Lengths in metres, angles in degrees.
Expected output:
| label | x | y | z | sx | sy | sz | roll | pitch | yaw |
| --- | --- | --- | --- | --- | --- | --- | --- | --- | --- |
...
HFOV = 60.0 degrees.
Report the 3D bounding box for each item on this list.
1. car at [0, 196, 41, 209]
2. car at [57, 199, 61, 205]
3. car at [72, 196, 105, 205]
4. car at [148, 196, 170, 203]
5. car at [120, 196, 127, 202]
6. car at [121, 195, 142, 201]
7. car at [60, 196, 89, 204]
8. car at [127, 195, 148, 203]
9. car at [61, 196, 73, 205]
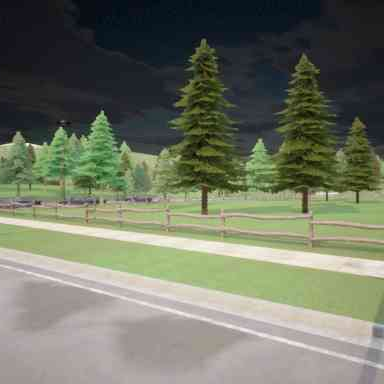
| label | x | y | z | sx | sy | sz | roll | pitch | yaw |
| --- | --- | --- | --- | --- | --- | --- | --- | --- | --- |
| car | -23.162 | 1.352 | 45.383 | 2.097 | 1.767 | 4.553 | 0 | 0 | 35 |
| car | -21.967 | 1.562 | 59.220 | 1.994 | 1.385 | 4.181 | 0 | 0 | 35 |
| car | -16.588 | 1.504 | 54.724 | 1.837 | 1.490 | 4.892 | 0 | 0 | 35 |
| car | -6.387 | 1.522 | 69.073 | 1.812 | 1.442 | 4.674 | 0 | 0 | 35 |
| car | -13.194 | 1.445 | 71.562 | 1.882 | 1.535 | 5.008 | 0 | 0 | 35 |
| car | -13.908 | 1.375 | 76.633 | 1.812 | 1.442 | 4.674 | 0 | 0 | 35 |
| car | -22.605 | 1.493 | 64.306 | 2.128 | 1.511 | 4.902 | 0 | 0 | 36 |
| car | -10.356 | 1.508 | 69.513 | 2.033 | 1.411 | 5.357 | 0 | 0 | 35 |
| car | -19.070 | 1.547 | 57.274 | 2.033 | 1.411 | 5.357 | 0 | 0 | 35 |
